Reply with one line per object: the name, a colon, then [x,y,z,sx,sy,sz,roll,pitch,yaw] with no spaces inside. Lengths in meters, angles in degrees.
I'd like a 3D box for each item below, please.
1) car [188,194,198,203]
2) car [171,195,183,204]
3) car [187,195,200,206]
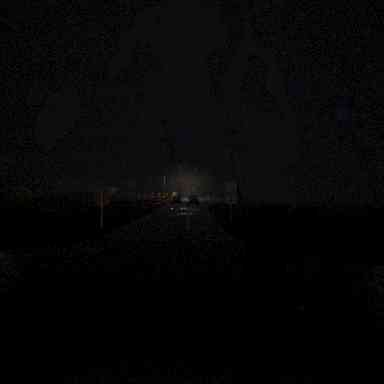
car: [0.243,1.248,62.806,1.837,1.490,4.892,0,1,0]
car: [-2.527,1.291,57.810,1.882,1.535,5.008,0,1,0]
car: [0.203,1.396,52.772,1.812,1.442,4.674,0,1,0]
